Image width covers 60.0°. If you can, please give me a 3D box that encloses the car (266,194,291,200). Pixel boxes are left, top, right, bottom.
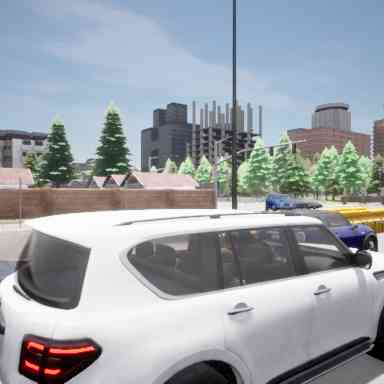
[{"bbox_3d":[9.313,1.223,35.264,2.150,2.045,5.566,1,0,0],"label":"car"}]

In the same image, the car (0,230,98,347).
[{"bbox_3d":[-4.375,1.547,4.923,5.357,1.411,2.033,0,0,-36],"label":"car"}]

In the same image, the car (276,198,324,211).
[{"bbox_3d":[13.308,1.547,41.162,2.033,1.411,5.357,0,0,-41],"label":"car"}]

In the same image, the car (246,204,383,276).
[{"bbox_3d":[4.189,1.352,11.023,4.553,1.767,2.097,0,0,-35],"label":"car"}]

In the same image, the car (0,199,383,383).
[{"bbox_3d":[0.649,1.221,4.205,5.566,2.045,2.150,0,0,-36],"label":"car"}]
